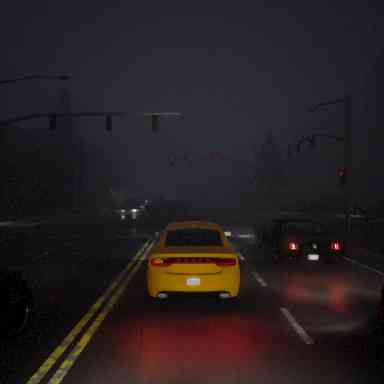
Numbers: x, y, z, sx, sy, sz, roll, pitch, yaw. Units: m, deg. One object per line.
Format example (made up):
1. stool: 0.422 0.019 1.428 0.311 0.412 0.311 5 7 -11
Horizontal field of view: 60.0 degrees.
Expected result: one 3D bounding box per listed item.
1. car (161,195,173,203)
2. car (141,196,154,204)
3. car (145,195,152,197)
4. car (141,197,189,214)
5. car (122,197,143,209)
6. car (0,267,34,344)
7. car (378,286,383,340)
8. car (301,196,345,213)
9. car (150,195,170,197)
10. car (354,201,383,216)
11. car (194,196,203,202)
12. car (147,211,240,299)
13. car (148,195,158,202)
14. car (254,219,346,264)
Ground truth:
1. car: -5.278 1.525 70.879 2.128 1.511 4.902 0 0 -2
2. car: -8.667 1.548 65.507 2.033 1.411 5.357 0 0 -1
3. car: -8.450 1.547 55.272 2.033 1.411 5.357 0 0 -1
4. car: -2.616 1.525 34.699 4.674 1.442 1.812 0 0 -4
5. car: -8.230 1.505 45.535 1.837 1.490 4.892 0 0 0
6. car: -3.604 1.564 3.810 1.994 1.385 4.181 0 0 0
7. car: 3.596 1.478 2.759 1.882 1.535 5.008 0 0 0
8. car: 14.070 1.354 35.618 4.553 1.767 2.097 0 0 -2
9. car: -4.821 1.564 50.432 1.994 1.385 4.181 0 0 -1
10. car: 18.759 1.547 32.254 5.357 1.411 2.033 0 0 -2
11. car: 1.561 1.595 77.164 1.895 1.301 4.718 0 0 -2
12. car: 0.030 1.478 8.523 1.882 1.535 5.008 0 0 0
13. car: -8.915 1.469 76.056 1.882 1.535 5.008 0 0 -2
14. car: 3.497 1.601 11.849 1.895 1.301 4.718 0 0 -1
